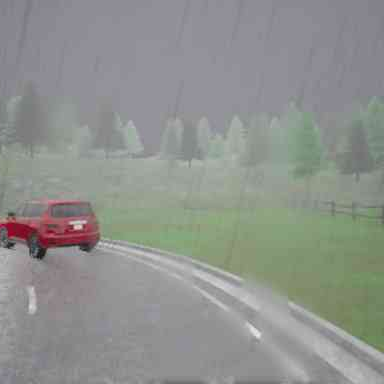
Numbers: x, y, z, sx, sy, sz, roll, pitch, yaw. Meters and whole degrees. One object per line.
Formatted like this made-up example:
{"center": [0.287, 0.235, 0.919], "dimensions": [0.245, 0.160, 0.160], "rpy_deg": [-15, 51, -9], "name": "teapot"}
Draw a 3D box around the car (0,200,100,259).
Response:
{"center": [-5.862, 1.329, 13.409], "dimensions": [5.566, 2.045, 2.150], "rpy_deg": [-1, -1, 44], "name": "car"}
